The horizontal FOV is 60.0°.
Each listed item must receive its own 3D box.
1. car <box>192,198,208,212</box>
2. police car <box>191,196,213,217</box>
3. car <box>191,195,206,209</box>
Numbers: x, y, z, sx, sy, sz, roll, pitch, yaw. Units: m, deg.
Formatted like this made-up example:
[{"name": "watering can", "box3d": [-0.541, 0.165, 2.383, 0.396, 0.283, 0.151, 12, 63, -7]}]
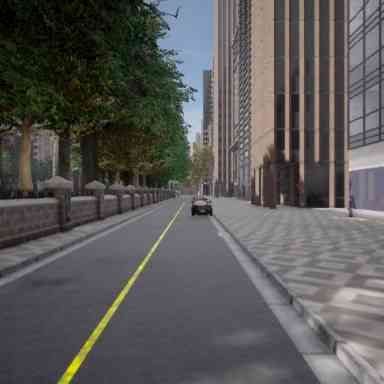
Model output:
[{"name": "car", "box3d": [0.900, 1.550, 41.457, 1.837, 1.490, 4.892, 0, 0, 0]}, {"name": "police car", "box3d": [0.900, 1.437, 31.567, 1.930, 1.638, 5.238, 0, 0, 0]}, {"name": "car", "box3d": [0.896, 1.370, 47.424, 2.097, 1.767, 4.553, 0, 0, 0]}]
